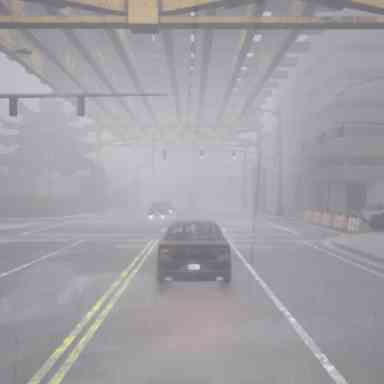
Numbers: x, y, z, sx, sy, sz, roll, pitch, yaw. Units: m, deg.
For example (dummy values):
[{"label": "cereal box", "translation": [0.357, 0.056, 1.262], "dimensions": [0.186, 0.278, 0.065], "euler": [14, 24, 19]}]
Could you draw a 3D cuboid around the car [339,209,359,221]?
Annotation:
[{"label": "car", "translation": [13.577, 1.451, 24.634], "dimensions": [4.536, 1.218, 1.853], "euler": [0, 0, 25]}]

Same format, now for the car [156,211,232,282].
[{"label": "car", "translation": [0.055, 1.542, 9.979], "dimensions": [1.882, 1.535, 5.008], "euler": [0, 0, 0]}]

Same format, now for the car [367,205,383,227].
[{"label": "car", "translation": [13.262, 1.425, 20.514], "dimensions": [4.536, 1.218, 1.853], "euler": [0, 0, -20]}]

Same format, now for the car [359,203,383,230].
[{"label": "car", "translation": [13.213, 1.583, 20.495], "dimensions": [4.974, 1.542, 2.038], "euler": [0, 0, -20]}]

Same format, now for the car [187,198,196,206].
[{"label": "car", "translation": [-0.060, 1.911, 65.994], "dimensions": [2.128, 1.511, 4.902], "euler": [0, 0, 0]}]

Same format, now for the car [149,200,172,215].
[{"label": "car", "translation": [-3.691, 1.788, 37.723], "dimensions": [2.033, 1.411, 5.357], "euler": [0, 0, 0]}]
